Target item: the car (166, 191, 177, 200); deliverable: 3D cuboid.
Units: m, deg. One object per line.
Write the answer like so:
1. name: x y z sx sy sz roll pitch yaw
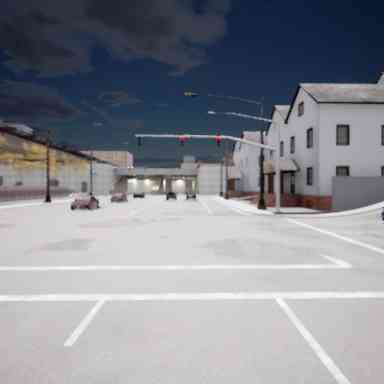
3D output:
1. car: -3.656 0.684 59.654 1.837 1.490 4.892 0 1 0

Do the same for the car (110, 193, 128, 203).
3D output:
1. car: -10.707 0.852 48.988 1.812 1.442 4.674 0 1 0

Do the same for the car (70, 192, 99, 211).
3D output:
1. car: -10.683 1.064 33.546 1.812 1.442 4.674 0 1 0

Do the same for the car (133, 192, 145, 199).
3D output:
1. car: -10.677 0.619 67.556 2.033 1.411 5.357 0 1 0

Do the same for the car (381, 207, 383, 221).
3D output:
1. car: 13.922 0.465 19.265 5.566 2.045 2.150 -14 1 -1

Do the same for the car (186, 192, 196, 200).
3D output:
1. car: -0.157 0.669 59.663 2.128 1.511 4.902 0 1 0

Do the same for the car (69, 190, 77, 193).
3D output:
1. car: -31.903 0.283 85.299 2.038 1.542 4.974 -1 1 -37

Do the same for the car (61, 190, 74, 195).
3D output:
1. car: -31.935 0.125 85.338 1.853 1.218 4.536 -1 1 -37
